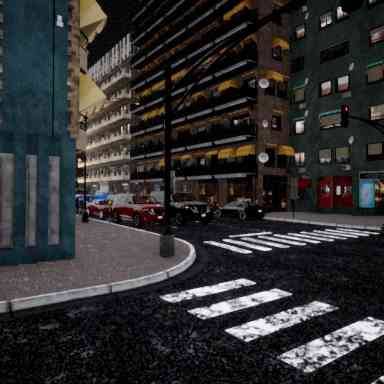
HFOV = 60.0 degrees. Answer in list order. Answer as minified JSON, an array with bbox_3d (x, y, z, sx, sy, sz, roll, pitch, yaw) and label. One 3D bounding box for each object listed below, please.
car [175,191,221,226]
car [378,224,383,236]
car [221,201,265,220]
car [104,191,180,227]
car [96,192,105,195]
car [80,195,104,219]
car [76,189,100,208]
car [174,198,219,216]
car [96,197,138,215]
[{"bbox_3d":[-0.941,0.966,21.551,2.150,2.045,5.566,1,0,-36],"label":"car"},{"bbox_3d":[11.275,1.551,14.594,5.357,1.411,2.033,0,0,1],"label":"car"},{"bbox_3d":[3.597,1.353,25.174,1.947,1.339,4.313,2,0,-36],"label":"car"},{"bbox_3d":[-3.214,1.033,20.302,2.192,1.841,5.009,2,0,-36],"label":"car"},{"bbox_3d":[-8.956,1.033,38.126,1.812,1.442,4.674,1,0,-36],"label":"car"},{"bbox_3d":[-6.480,1.182,24.819,1.887,1.381,4.507,2,0,-36],"label":"car"},{"bbox_3d":[-12.913,0.669,38.171,2.150,2.045,5.566,1,0,-35],"label":"car"},{"bbox_3d":[0.337,1.288,29.691,1.802,1.307,4.206,2,0,-36],"label":"car"},{"bbox_3d":[-6.762,1.201,29.616,1.895,1.301,4.718,1,0,-36],"label":"car"}]
